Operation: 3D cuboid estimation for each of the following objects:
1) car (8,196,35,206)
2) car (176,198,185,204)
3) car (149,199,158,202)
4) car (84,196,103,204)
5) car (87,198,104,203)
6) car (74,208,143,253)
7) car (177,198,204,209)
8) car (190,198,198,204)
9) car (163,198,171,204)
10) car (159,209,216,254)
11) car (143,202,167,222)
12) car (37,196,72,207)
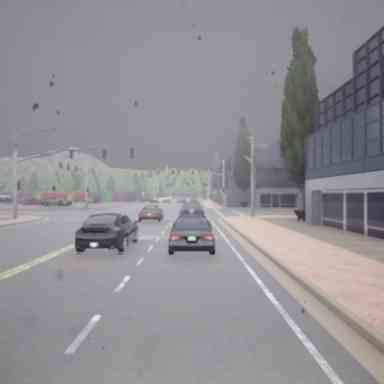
[{"bbox_3d":[-42.507,1.925,83.089,4.605,1.855,1.932,0,-1,0],"label":"car"},{"bbox_3d":[-3.000,2.372,88.959,1.994,1.385,4.181,0,-1,1],"label":"car"},{"bbox_3d":[-10.051,2.402,87.085,1.895,1.301,4.718,0,-1,1],"label":"car"},{"bbox_3d":[-24.986,1.928,83.108,3.866,1.878,1.905,0,-1,0],"label":"car"},{"bbox_3d":[-24.975,2.194,86.001,3.806,1.475,1.970,0,-1,0],"label":"car"},{"bbox_3d":[-3.506,1.641,14.307,1.837,1.490,4.892,0,0,0],"label":"car"},{"bbox_3d":[-0.036,1.621,29.132,2.097,1.767,4.553,0,-1,0],"label":"car"},{"bbox_3d":[0.491,2.343,88.558,2.128,1.511,4.902,0,-1,1],"label":"car"},{"bbox_3d":[-6.551,2.346,87.025,2.033,1.411,5.357,0,-1,1],"label":"car"},{"bbox_3d":[-0.008,1.678,13.993,2.033,1.411,5.357,0,0,0],"label":"car"},{"bbox_3d":[-3.561,1.837,29.323,1.994,1.385,4.181,0,0,-1],"label":"car"},{"bbox_3d":[-25.005,1.717,60.592,4.605,1.855,1.932,0,-1,0],"label":"car"}]
